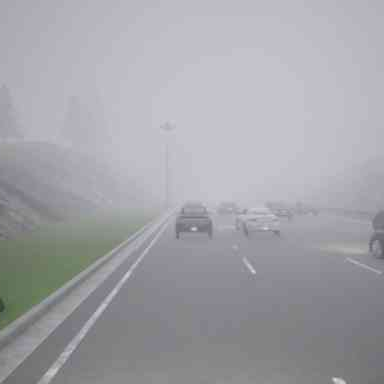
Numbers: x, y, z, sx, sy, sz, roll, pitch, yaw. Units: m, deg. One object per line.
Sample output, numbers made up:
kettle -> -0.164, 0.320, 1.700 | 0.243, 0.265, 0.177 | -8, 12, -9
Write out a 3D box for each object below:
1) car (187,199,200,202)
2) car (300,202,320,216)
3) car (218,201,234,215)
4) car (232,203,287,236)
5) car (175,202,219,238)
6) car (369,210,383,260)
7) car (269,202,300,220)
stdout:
car -> 0.155, 1.511, 35.328 | 1.882, 1.535, 5.008 | 0, 0, 0
car -> 10.652, 1.632, 32.199 | 1.895, 1.301, 4.718 | 0, 0, 0
car -> 3.655, 1.597, 34.277 | 1.994, 1.385, 4.181 | 0, 0, 0
car -> 3.583, 1.544, 18.536 | 1.812, 1.442, 4.674 | 0, 0, 0
car -> 0.096, 1.509, 17.926 | 2.128, 1.511, 4.902 | 0, 0, 0
car -> 7.096, 1.515, 9.655 | 1.837, 1.490, 4.892 | 0, 0, 0
car -> 7.136, 1.575, 28.444 | 2.033, 1.411, 5.357 | 0, 0, 0
